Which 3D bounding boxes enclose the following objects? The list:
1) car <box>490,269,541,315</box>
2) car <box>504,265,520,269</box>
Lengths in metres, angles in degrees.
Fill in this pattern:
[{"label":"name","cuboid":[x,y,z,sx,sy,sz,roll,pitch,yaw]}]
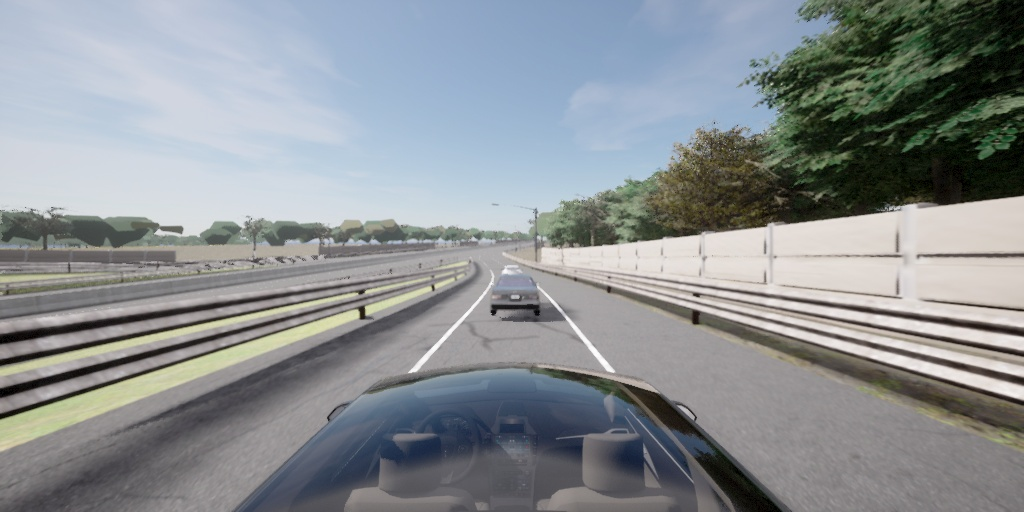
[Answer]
[{"label":"car","cuboid":[0.143,1.410,14.239,2.033,1.411,5.357,0,0,1]},{"label":"car","cuboid":[0.015,1.530,30.722,1.812,1.442,4.674,0,0,-1]}]
